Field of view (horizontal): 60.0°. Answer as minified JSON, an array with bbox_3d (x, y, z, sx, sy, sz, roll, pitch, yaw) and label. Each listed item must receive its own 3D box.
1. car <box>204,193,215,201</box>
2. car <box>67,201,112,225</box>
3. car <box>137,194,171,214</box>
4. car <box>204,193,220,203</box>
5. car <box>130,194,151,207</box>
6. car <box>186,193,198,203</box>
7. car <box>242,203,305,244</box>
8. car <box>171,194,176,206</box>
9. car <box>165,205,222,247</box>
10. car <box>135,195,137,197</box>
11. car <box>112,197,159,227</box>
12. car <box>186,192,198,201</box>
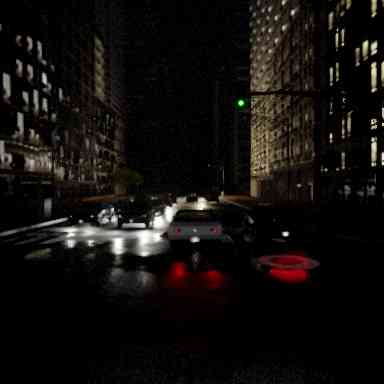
[{"bbox_3d":[3.274,0.916,62.344,1.895,1.301,4.718,-1,1,0],"label":"car"},{"bbox_3d":[-6.598,1.331,22.391,2.033,1.411,5.357,-1,1,0],"label":"car"},{"bbox_3d":[-3.340,1.175,29.894,2.128,1.511,4.902,-1,1,0],"label":"car"},{"bbox_3d":[3.269,0.963,51.895,2.033,1.411,5.357,-1,1,0],"label":"car"},{"bbox_3d":[-6.537,1.099,42.944,1.837,1.490,4.892,-1,1,1],"label":"car"},{"bbox_3d":[0.019,1.044,52.345,1.895,1.301,4.718,-1,1,0],"label":"car"},{"bbox_3d":[3.354,1.249,14.344,1.837,1.490,4.892,0,0,0],"label":"car"},{"bbox_3d":[-3.306,1.191,39.975,1.895,1.301,4.718,-1,1,0],"label":"car"},{"bbox_3d":[0.112,1.363,13.605,1.895,1.301,4.718,0,-1,0],"label":"car"},{"bbox_3d":[-6.587,1.292,32.529,1.895,1.301,4.718,-1,1,0],"label":"car"},{"bbox_3d":[-3.345,1.293,20.647,1.812,1.442,4.674,-1,1,0],"label":"car"},{"bbox_3d":[0.023,0.839,62.315,2.128,1.511,4.902,-1,1,0],"label":"car"}]
